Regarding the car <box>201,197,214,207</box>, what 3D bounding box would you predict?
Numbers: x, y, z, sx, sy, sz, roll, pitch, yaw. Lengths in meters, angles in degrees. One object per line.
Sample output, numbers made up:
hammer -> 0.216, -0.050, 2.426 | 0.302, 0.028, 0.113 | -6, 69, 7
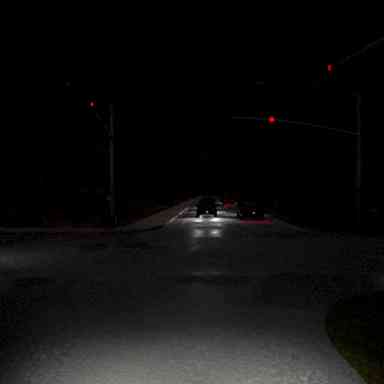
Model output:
car -> 2.348, 1.528, 50.336 | 1.994, 1.385, 4.181 | 0, 0, 3

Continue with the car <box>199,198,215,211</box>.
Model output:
car -> 1.854, 1.469, 40.429 | 1.837, 1.490, 4.892 | 0, 0, 3

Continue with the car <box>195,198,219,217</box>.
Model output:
car -> 1.389, 1.469, 30.976 | 1.837, 1.490, 4.892 | 0, 0, 3

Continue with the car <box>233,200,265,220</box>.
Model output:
car -> 4.848, 1.442, 27.970 | 1.882, 1.535, 5.008 | 0, 0, 3

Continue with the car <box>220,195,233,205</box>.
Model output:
car -> 6.363, 1.565, 58.993 | 1.895, 1.301, 4.718 | 0, 0, 3

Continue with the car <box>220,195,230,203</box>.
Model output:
car -> 6.849, 1.469, 68.954 | 1.837, 1.490, 4.892 | 0, 0, 3
